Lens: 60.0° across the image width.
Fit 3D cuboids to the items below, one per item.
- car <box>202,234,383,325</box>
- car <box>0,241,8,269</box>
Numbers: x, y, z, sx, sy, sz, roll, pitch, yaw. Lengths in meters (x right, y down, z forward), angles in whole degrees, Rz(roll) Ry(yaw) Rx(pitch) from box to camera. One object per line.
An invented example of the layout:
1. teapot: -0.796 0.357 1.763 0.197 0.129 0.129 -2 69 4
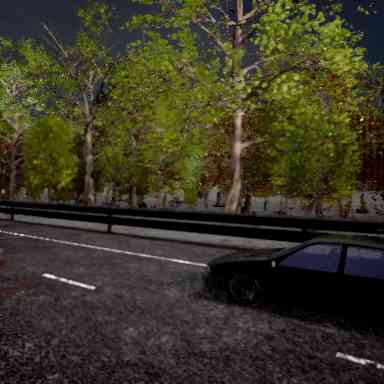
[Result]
1. car: 2.840 1.540 6.264 5.357 1.411 2.033 0 0 35
2. car: -7.125 1.461 9.067 5.357 1.411 2.033 1 0 35
